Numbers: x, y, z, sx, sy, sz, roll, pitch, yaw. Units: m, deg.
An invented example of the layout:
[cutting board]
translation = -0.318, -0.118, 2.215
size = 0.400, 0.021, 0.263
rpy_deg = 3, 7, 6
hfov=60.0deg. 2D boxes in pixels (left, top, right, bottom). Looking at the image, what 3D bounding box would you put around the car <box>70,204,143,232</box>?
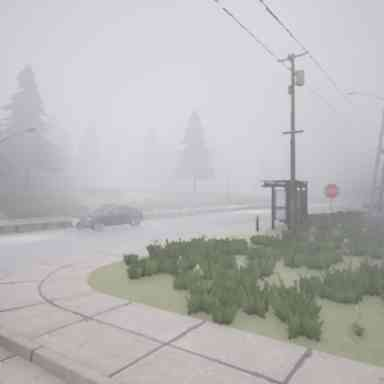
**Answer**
[car]
translation = -5.142, 1.508, 20.571
size = 2.128, 1.511, 4.902
rpy_deg = 0, 0, 36
